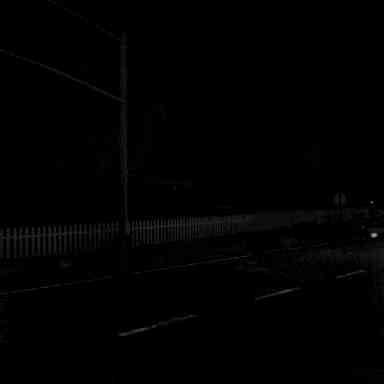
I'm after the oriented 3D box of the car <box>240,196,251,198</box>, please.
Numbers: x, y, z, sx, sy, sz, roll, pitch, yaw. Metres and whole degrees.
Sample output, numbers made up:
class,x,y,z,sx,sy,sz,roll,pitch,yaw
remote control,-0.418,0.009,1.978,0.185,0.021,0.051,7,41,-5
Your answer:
class,x,y,z,sx,sy,sz,roll,pitch,yaw
car,9.129,1.104,55.704,1.994,1.385,4.181,0,4,-37

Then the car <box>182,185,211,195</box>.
class,x,y,z,sx,sy,sz,roll,pitch,yaw
car,0.335,-0.075,61.645,2.150,2.045,5.566,0,6,-37

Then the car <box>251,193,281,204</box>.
class,x,y,z,sx,sy,sz,roll,pitch,yaw
car,12.612,1.083,56.899,1.882,1.535,5.008,0,3,-37

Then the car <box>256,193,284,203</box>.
class,x,y,z,sx,sy,sz,roll,pitch,yaw
car,11.817,1.149,46.329,2.150,2.045,5.566,0,1,-37

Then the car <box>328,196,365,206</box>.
class,x,y,z,sx,sy,sz,roll,pitch,yaw
car,18.910,1.482,42.768,2.128,1.511,4.902,0,0,-37

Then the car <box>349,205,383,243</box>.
class,x,y,z,sx,sy,sz,roll,pitch,yaw
car,9.422,1.491,14.960,4.902,1.511,2.128,0,0,-35

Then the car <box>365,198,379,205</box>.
class,x,y,z,sx,sy,sz,roll,pitch,yaw
car,22.276,1.344,44.124,2.097,1.767,4.553,0,0,-37
